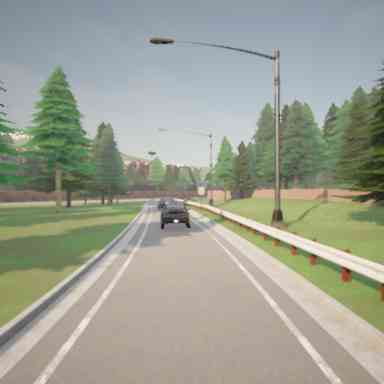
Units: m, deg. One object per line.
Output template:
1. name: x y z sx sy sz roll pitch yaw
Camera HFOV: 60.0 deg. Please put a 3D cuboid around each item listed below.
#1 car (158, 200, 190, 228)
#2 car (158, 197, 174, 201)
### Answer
1. car: -1.174 1.499 22.345 1.837 1.490 4.892 0 0 -5
2. car: -3.104 1.343 40.862 2.097 1.767 4.553 0 0 -7
